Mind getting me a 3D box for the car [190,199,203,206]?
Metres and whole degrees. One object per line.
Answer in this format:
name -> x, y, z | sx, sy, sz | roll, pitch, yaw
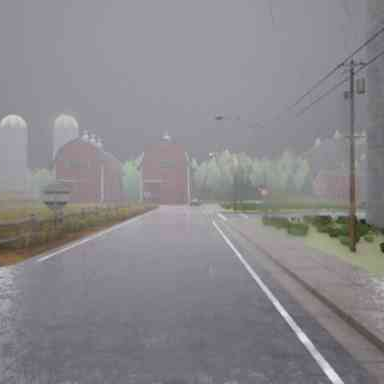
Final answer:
car -> 0.814, 2.098, 65.870 | 1.812, 1.442, 4.674 | 0, 0, 12
